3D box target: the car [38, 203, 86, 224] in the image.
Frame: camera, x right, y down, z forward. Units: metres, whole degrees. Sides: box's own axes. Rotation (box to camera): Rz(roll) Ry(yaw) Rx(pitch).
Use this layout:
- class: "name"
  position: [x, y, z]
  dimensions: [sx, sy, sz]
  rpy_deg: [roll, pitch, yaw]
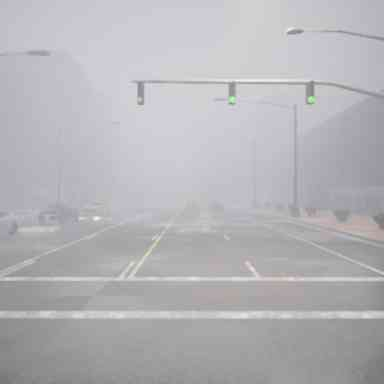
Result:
- class: "car"
  position: [-10.560, 1.657, 26.704]
  dimensions: [2.128, 1.511, 4.902]
  rpy_deg: [0, -1, 0]

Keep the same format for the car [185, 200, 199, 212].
- class: "car"
  position: [-0.001, 1.863, 45.797]
  dimensions: [1.882, 1.535, 5.008]
  rpy_deg: [0, -1, 0]

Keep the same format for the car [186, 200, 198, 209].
- class: "car"
  position: [-0.001, 2.114, 56.243]
  dimensions: [1.895, 1.301, 4.718]
  rpy_deg: [0, -1, 0]

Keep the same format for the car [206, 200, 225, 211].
- class: "car"
  position: [3.501, 1.960, 47.093]
  dimensions: [1.994, 1.385, 4.181]
  rpy_deg: [0, -1, 0]

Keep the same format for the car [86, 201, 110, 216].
- class: "car"
  position: [-10.524, 1.767, 36.857]
  dimensions: [1.882, 1.535, 5.008]
  rpy_deg: [0, -1, 0]

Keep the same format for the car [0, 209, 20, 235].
- class: "car"
  position: [-10.569, 1.595, 16.925]
  dimensions: [1.812, 1.442, 4.674]
  rpy_deg: [0, 0, 0]

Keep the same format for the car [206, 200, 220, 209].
- class: "car"
  position: [3.499, 2.066, 57.045]
  dimensions: [2.033, 1.411, 5.357]
  rpy_deg: [0, -1, 0]
